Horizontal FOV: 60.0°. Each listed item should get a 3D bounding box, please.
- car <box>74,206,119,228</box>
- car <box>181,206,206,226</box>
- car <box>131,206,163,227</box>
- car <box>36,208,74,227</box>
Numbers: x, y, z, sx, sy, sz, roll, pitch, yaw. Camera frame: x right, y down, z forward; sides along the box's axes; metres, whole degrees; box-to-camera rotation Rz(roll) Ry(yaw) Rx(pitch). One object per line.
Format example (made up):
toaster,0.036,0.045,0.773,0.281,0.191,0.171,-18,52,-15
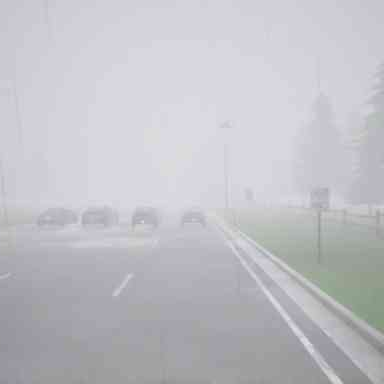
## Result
car,-6.890,1.815,25.343,2.128,1.511,4.902,0,-1,0
car,0.103,1.859,26.299,1.812,1.442,4.674,0,-1,0
car,-3.391,1.828,25.339,1.837,1.490,4.892,0,0,0
car,-10.390,1.895,26.003,1.994,1.385,4.181,0,-1,0
